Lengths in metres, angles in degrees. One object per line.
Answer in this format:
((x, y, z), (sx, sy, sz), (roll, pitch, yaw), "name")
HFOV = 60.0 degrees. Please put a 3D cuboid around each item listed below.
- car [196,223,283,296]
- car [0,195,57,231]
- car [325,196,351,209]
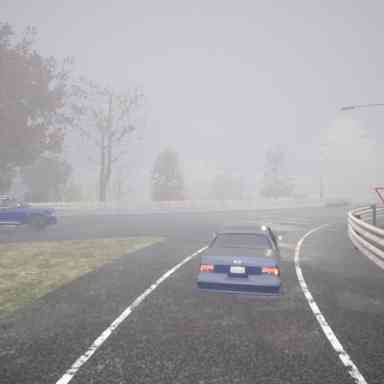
((1.414, 1.547, 8.856), (2.033, 1.411, 5.357), (0, 0, 12), "car")
((-10.785, 1.220, 19.236), (5.566, 2.045, 2.150), (0, 0, -20), "car")
((20.648, 1.598, 46.768), (4.718, 1.301, 1.895), (0, 0, -43), "car")
